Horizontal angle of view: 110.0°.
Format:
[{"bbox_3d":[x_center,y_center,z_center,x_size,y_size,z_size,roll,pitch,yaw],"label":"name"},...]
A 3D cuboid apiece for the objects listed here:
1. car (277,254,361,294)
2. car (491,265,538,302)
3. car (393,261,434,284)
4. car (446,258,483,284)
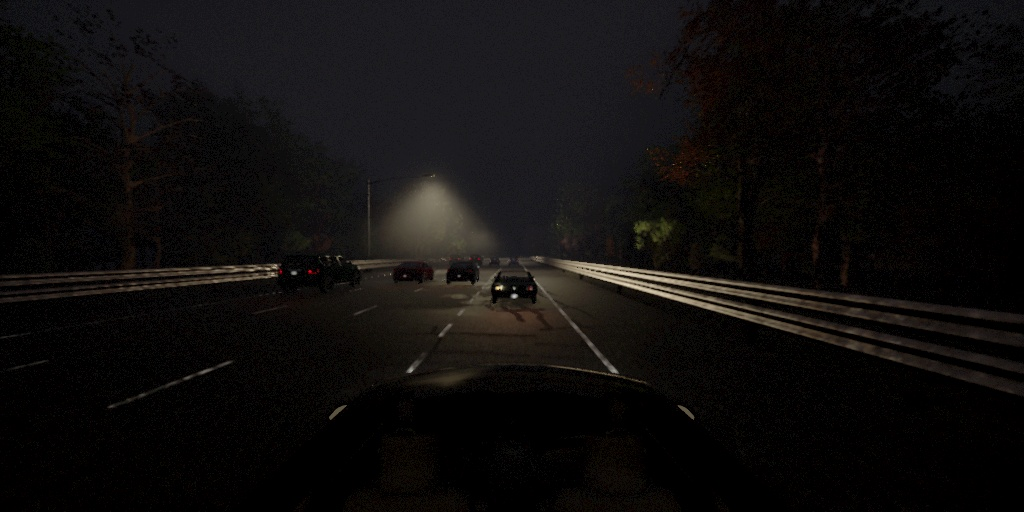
[{"bbox_3d":[-10.398,0.888,19.786,2.150,2.045,5.566,0,0,0],"label":"car"},{"bbox_3d":[0.092,1.282,16.285,1.895,1.301,4.718,0,0,0],"label":"car"},{"bbox_3d":[-6.889,1.116,25.548,1.882,1.535,5.008,0,0,0],"label":"car"},{"bbox_3d":[-3.389,1.116,25.472,1.882,1.535,5.008,0,0,0],"label":"car"}]
